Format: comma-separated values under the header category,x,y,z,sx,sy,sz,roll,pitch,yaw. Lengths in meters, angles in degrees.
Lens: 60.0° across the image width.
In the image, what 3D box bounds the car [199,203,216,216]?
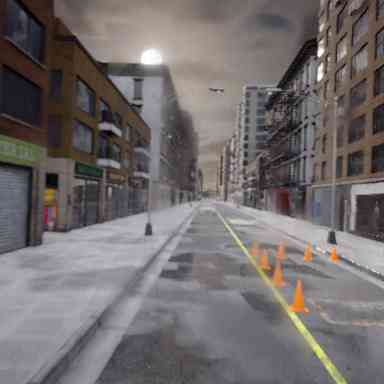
category,x,y,z,sx,sy,sz,roll,pitch,yaw
car,1.926,2.124,40.758,1.812,1.442,4.674,2,-1,2

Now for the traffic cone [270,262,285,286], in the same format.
category,x,y,z,sx,sy,sz,roll,pitch,yaw
traffic cone,2.299,2.158,8.894,0.340,0.580,0.340,2,-1,2

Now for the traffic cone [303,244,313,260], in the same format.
category,x,y,z,sx,sy,sz,roll,pitch,yaw
traffic cone,4.463,2.294,12.805,0.340,0.580,0.340,2,-1,2

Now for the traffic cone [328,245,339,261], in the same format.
category,x,y,z,sx,sy,sz,roll,pitch,yaw
traffic cone,5.462,2.333,12.763,0.340,0.580,0.340,2,-1,2

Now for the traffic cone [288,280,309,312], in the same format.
category,x,y,z,sx,sy,sz,roll,pitch,yaw
traffic cone,2.215,2.130,6.896,0.340,0.580,0.340,2,-1,2
